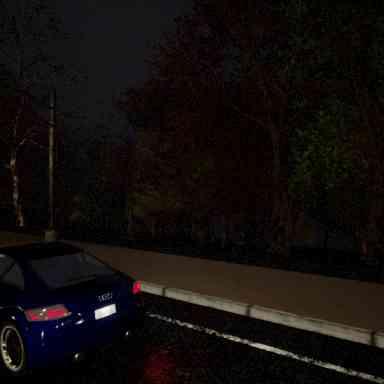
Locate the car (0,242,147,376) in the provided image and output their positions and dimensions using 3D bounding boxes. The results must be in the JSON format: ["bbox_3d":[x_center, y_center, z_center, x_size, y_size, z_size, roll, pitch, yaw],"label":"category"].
[{"bbox_3d":[-2.763,1.563,5.638,4.181,1.385,1.994,0,0,37],"label":"car"}]
